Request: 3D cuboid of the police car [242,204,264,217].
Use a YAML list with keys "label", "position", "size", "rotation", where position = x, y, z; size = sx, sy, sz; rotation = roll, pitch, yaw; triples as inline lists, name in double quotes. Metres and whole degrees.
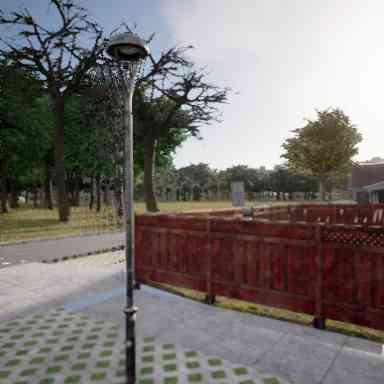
- label: "police car"
  position: [7.625, 2.220, 39.909]
  size: [2.038, 1.542, 4.974]
  rotation: [-3, -2, 34]
